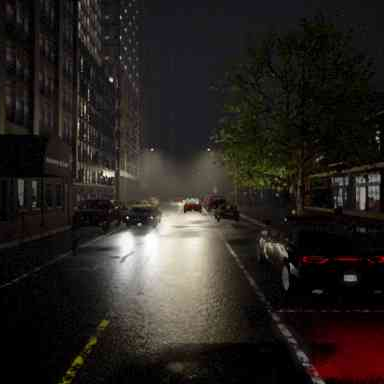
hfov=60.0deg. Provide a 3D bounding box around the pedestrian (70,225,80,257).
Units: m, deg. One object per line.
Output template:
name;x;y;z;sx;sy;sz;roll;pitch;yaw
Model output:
pedestrian;-3.955;1.675;11.418;0.500;1.100;0.500;1;-1;-4

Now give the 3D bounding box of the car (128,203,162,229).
car;-3.097;1.602;21.850;1.895;1.301;4.718;0;0;0

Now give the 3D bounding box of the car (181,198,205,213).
car;0.095;1.596;36.202;1.895;1.301;4.718;0;0;0

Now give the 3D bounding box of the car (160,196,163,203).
car;-5.669;1.513;48.040;1.752;1.417;4.829;1;0;0

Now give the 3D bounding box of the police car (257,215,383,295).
police car;3.002;1.427;8.886;1.930;1.638;5.238;0;0;0

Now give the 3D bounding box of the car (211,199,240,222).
car;2.707;1.525;26.195;1.752;1.417;4.829;1;0;0

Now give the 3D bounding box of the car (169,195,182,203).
car;-2.999;1.320;66.768;2.097;1.767;4.553;0;0;0

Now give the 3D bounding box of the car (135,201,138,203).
car;-5.673;1.525;25.855;1.752;1.417;4.829;1;0;0

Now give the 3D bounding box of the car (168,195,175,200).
car;-5.660;1.514;92.576;1.802;1.307;4.206;1;0;0

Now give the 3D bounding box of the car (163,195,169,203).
car;-5.664;1.530;70.393;1.947;1.339;4.313;1;0;0

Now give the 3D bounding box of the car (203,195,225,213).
car;2.712;1.310;37.118;2.192;1.841;5.009;1;0;0

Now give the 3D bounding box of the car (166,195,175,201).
car;-5.661;1.506;87.030;1.947;1.339;4.313;1;0;0

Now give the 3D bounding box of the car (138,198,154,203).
car;-5.671;1.520;36.947;1.752;1.417;4.829;1;0;0

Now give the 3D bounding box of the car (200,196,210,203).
car;2.716;1.530;70.394;1.947;1.339;4.313;1;0;0

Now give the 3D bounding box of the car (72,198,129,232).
car;-5.671;1.316;20.479;2.192;1.841;5.009;1;0;0

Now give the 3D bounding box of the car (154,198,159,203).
car;-5.671;1.557;42.665;1.947;1.339;4.313;1;0;0
